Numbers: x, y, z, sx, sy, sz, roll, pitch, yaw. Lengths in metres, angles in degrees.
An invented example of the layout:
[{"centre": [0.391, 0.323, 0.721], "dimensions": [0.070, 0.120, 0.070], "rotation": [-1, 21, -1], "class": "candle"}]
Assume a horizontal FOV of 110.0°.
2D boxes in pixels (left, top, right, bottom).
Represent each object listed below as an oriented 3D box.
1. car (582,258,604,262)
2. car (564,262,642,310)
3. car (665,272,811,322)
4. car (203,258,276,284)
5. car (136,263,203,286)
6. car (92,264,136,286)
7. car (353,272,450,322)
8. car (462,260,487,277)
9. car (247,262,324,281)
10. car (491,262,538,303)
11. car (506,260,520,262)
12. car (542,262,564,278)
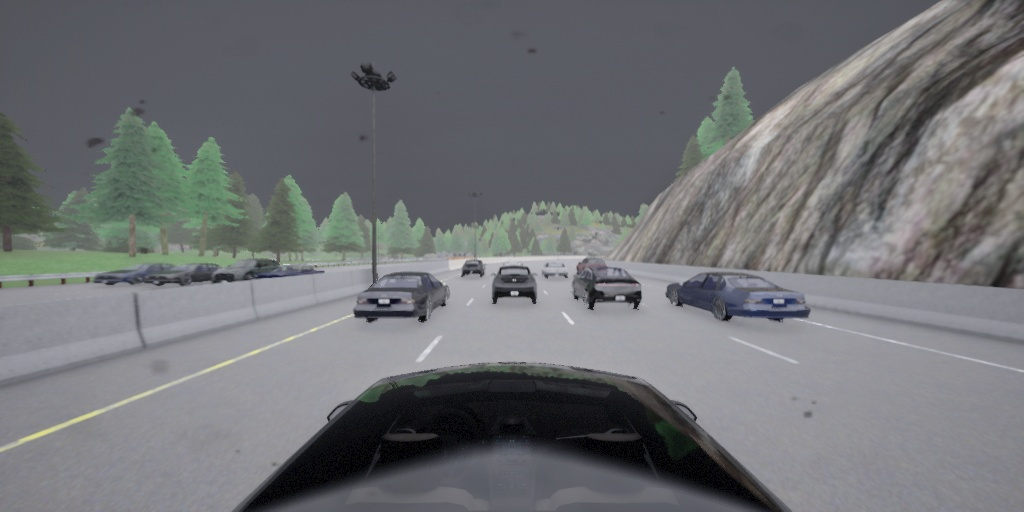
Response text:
[{"centre": [7.102, 0.936, 32.156], "dimensions": [2.097, 1.767, 4.553], "rotation": [0, 0, 0], "class": "car"}, {"centre": [3.600, 1.173, 14.323], "dimensions": [2.128, 1.511, 4.902], "rotation": [0, 0, 0], "class": "car"}, {"centre": [7.101, 1.241, 12.055], "dimensions": [2.033, 1.411, 5.357], "rotation": [0, 0, 0], "class": "car"}, {"centre": [-17.592, 0.979, 24.099], "dimensions": [2.097, 1.767, 4.553], "rotation": [0, 0, 0], "class": "car"}, {"centre": [-21.099, 1.175, 23.914], "dimensions": [2.033, 1.411, 5.357], "rotation": [0, 0, 0], "class": "car"}, {"centre": [-24.597, 1.174, 24.317], "dimensions": [2.033, 1.411, 5.357], "rotation": [0, 0, 0], "class": "car"}, {"centre": [-3.400, 1.241, 12.040], "dimensions": [2.033, 1.411, 5.357], "rotation": [0, 0, 0], "class": "car"}, {"centre": [-3.395, 1.087, 32.486], "dimensions": [1.837, 1.490, 4.892], "rotation": [0, 0, 0], "class": "car"}, {"centre": [-14.098, 1.235, 22.893], "dimensions": [1.895, 1.301, 4.718], "rotation": [0, 0, 0], "class": "car"}, {"centre": [0.101, 1.176, 16.237], "dimensions": [1.837, 1.490, 4.892], "rotation": [0, 0, 0], "class": "car"}, {"centre": [0.093, 1.102, 33.508], "dimensions": [1.812, 1.442, 4.674], "rotation": [0, 0, 0], "class": "car"}, {"centre": [3.600, 1.191, 30.902], "dimensions": [1.895, 1.301, 4.718], "rotation": [0, 0, 0], "class": "car"}]
